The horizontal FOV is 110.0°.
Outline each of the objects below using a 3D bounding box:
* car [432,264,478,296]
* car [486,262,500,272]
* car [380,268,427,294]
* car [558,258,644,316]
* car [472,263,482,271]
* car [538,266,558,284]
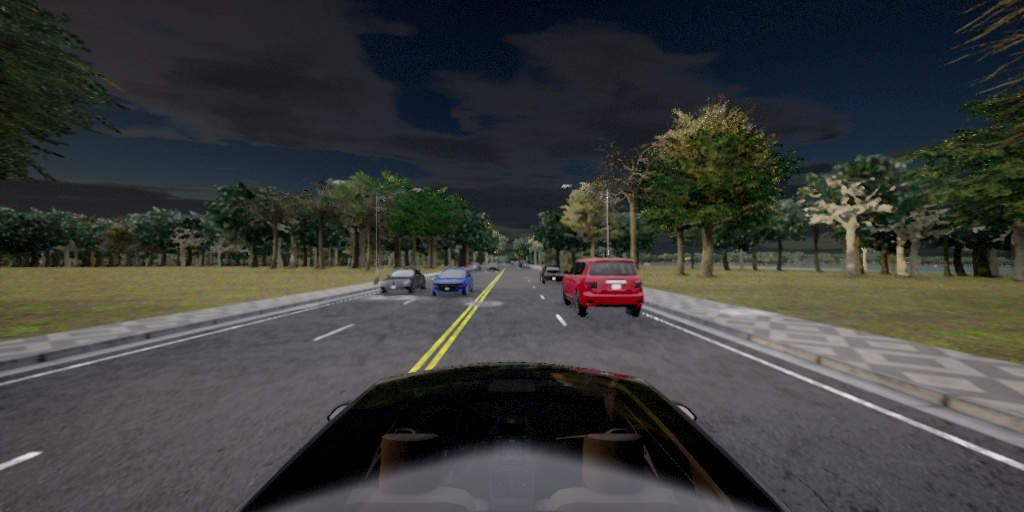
[{"bbox_3d":[-3.353,1.446,21.085,1.882,1.535,5.008,0,-1,0],"label":"car"},{"bbox_3d":[-3.288,1.822,62.337,2.097,1.767,4.553,0,-1,1],"label":"car"},{"bbox_3d":[-6.613,1.509,22.352,1.812,1.442,4.674,0,-1,0],"label":"car"},{"bbox_3d":[3.348,1.110,14.179,2.150,2.045,5.566,0,-1,0],"label":"car"},{"bbox_3d":[-6.532,1.993,64.539,2.128,1.511,4.902,0,-1,1],"label":"car"},{"bbox_3d":[3.346,1.588,30.963,1.837,1.490,4.892,0,-1,0],"label":"car"}]
